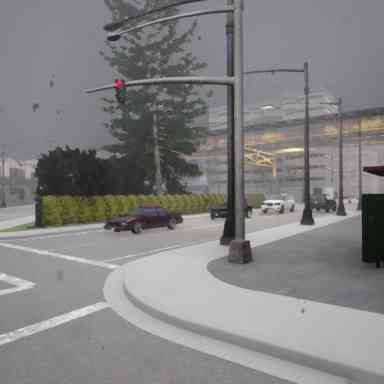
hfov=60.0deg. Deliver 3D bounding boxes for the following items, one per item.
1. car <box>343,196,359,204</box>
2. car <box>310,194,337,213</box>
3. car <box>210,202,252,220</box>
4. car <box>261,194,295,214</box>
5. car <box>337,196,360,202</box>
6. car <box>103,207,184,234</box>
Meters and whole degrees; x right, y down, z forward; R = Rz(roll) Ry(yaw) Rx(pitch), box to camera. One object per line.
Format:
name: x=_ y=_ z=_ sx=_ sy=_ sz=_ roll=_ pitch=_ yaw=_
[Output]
car: x=31.946 y=1.520 z=67.954 sx=4.974 sy=1.542 sz=2.038 roll=0 pitch=0 yaw=-29
car: x=14.936 y=1.246 z=38.089 sx=2.150 sy=2.045 sz=5.566 roll=-1 pitch=0 yaw=35
car: x=3.425 y=1.534 z=28.477 sx=1.882 sy=1.535 sz=5.008 roll=-1 pitch=0 yaw=36
car: x=9.729 y=1.280 z=37.140 sx=2.150 sy=2.045 sz=5.566 roll=-1 pitch=0 yaw=36
car: x=31.989 y=1.363 z=67.981 sx=4.536 sy=1.218 sz=1.853 roll=0 pitch=0 yaw=-29
car: x=-2.697 y=1.601 z=20.031 sx=2.033 sy=1.411 sz=5.357 roll=-1 pitch=0 yaw=36
